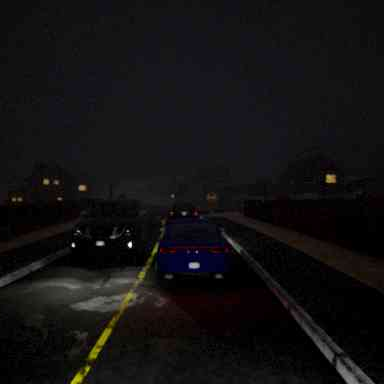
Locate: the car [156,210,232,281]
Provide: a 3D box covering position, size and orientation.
[{"bbox_3d":[0.020,1.524,10.047,1.882,1.535,5.008,0,0,-1],"label":"car"}]

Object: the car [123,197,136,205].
[{"bbox_3d":[-13.856,1.993,73.545,2.097,1.767,4.553,0,-1,-18],"label":"car"}]

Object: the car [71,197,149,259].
[{"bbox_3d":[-2.986,1.287,13.276,2.150,2.045,5.566,0,0,-2],"label":"car"}]

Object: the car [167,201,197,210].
[{"bbox_3d":[-0.677,1.472,23.939,2.097,1.767,4.553,0,0,-4],"label":"car"}]
